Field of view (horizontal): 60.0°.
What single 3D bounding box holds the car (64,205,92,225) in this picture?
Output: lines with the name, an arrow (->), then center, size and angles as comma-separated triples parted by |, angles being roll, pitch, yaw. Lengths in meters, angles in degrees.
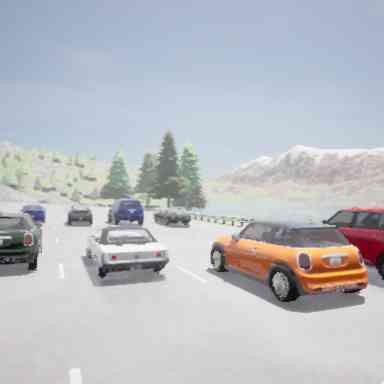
car -> -9.367, 1.846, 27.441 | 2.128, 1.511, 4.902 | 1, -1, -23

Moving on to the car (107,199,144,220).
car -> -5.551, 1.616, 27.422 | 2.150, 2.045, 5.566 | 1, -1, -23

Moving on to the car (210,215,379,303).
car -> 2.241, 1.528, 9.061 | 2.097, 1.767, 4.553 | 1, -1, -23

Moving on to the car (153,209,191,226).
car -> -1.791, 2.034, 27.490 | 1.895, 1.301, 4.718 | 1, -1, -23

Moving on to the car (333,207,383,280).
car -> 5.522, 1.455, 10.286 | 2.150, 2.045, 5.566 | 1, -1, -23

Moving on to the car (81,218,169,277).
car -> -2.352, 1.760, 10.949 | 1.895, 1.301, 4.718 | 1, -1, -23

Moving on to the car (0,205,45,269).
car -> -6.329, 1.476, 11.377 | 2.097, 1.767, 4.553 | 1, -1, -23
